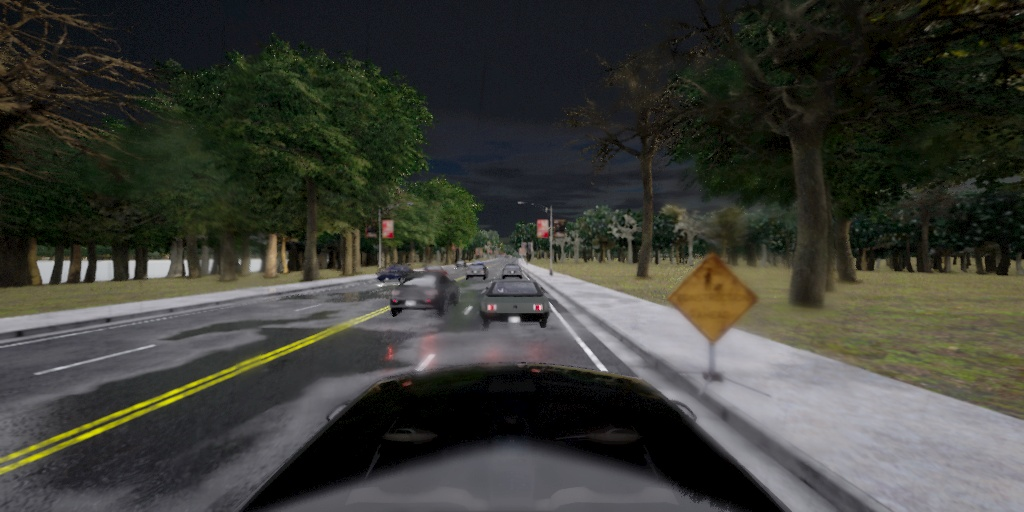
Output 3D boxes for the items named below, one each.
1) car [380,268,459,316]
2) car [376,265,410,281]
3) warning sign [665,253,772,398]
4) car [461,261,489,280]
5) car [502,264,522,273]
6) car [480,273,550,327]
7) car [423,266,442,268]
[{"bbox_3d":[-3.176,1.338,13.620,1.812,1.442,4.674,0,0,0],"label":"car"},{"bbox_3d":[-9.925,1.456,31.072,2.033,1.411,5.357,0,0,0],"label":"car"},{"bbox_3d":[2.850,0.882,5.094,1.300,1.860,1.060,0,0,0],"label":"warning sign"},{"bbox_3d":[-3.243,1.473,34.165,2.033,1.411,5.357,0,0,0],"label":"car"},{"bbox_3d":[0.009,1.470,33.785,2.033,1.411,5.357,0,0,0],"label":"car"},{"bbox_3d":[0.080,1.402,11.697,1.895,1.301,4.718,0,0,0],"label":"car"},{"bbox_3d":[-6.669,1.502,29.811,1.895,1.301,4.718,0,0,0],"label":"car"}]
